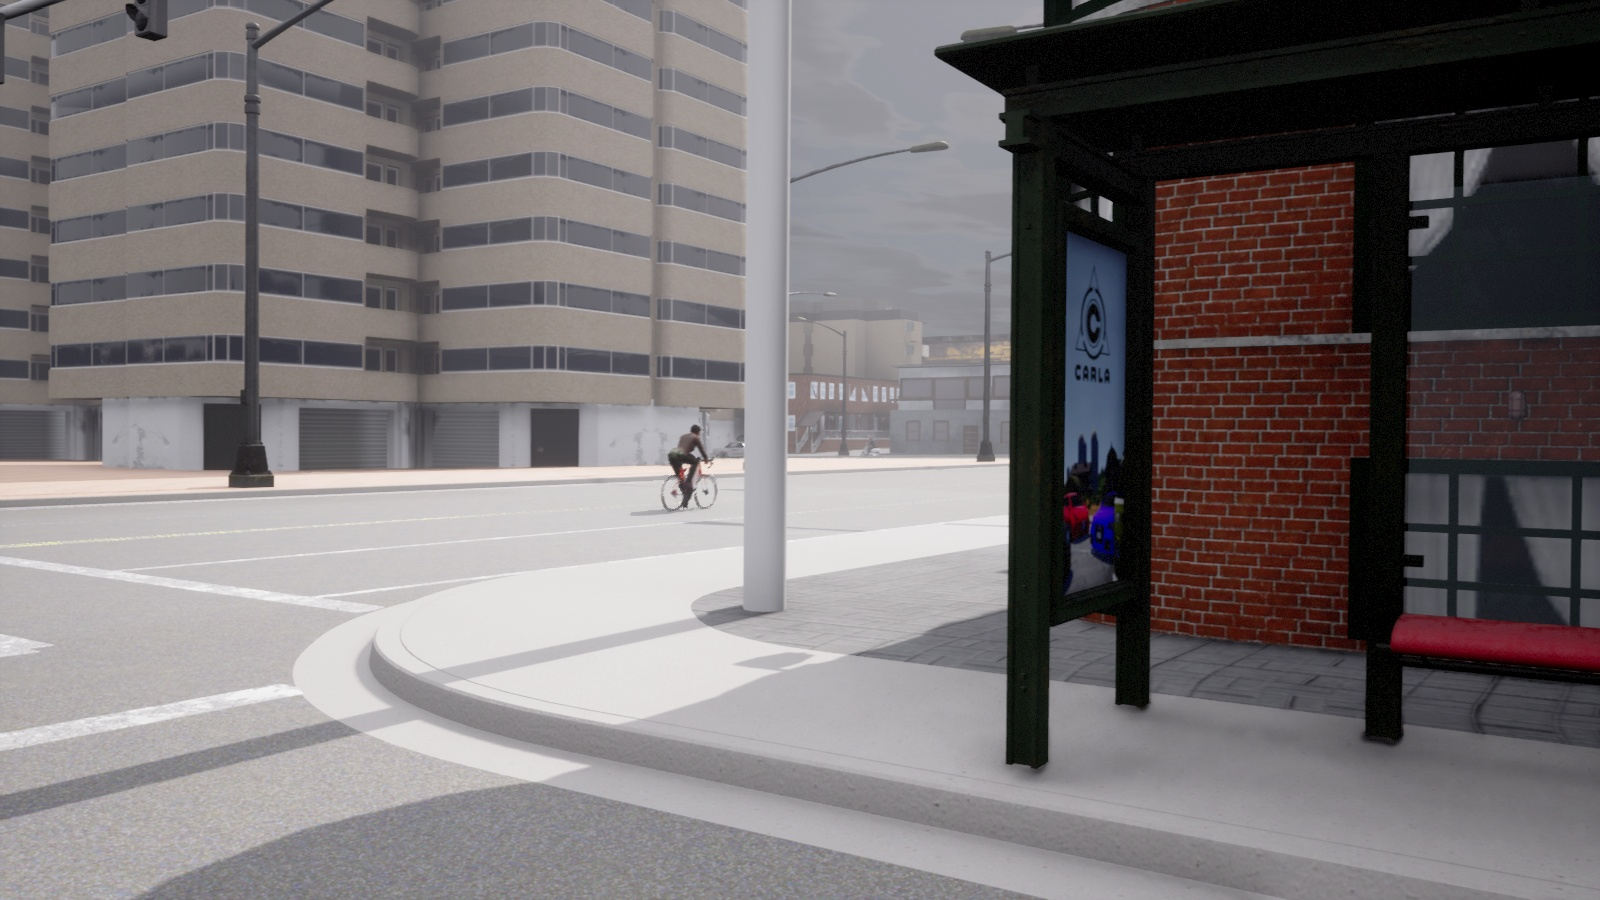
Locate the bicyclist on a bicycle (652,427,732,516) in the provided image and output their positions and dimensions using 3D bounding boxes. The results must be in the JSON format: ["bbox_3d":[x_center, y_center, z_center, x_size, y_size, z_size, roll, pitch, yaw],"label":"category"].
[{"bbox_3d":[-2.012,0.385,23.617,0.582,1.620,1.656,0,1,34],"label":"bicyclist on a bicycle"}]

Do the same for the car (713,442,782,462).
[{"bbox_3d":[-3.780,0.138,90.164,4.718,1.301,1.895,-2,0,32],"label":"car"}]
